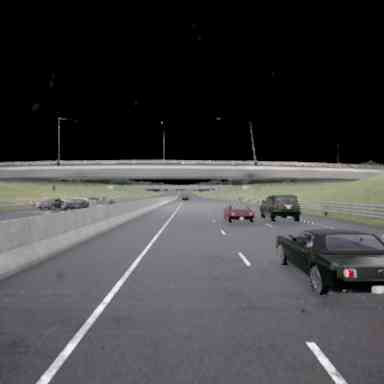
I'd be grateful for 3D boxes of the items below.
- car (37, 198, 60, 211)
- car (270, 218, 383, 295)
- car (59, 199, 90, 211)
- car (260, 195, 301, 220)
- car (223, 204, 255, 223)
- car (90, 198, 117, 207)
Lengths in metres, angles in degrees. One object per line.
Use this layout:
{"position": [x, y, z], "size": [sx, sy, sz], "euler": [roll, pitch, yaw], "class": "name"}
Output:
{"position": [-17.768, 1.568, 41.972], "size": [1.837, 1.490, 4.892], "euler": [0, 0, 0], "class": "car"}
{"position": [3.591, 1.581, 8.585], "size": [1.895, 1.301, 4.718], "euler": [0, 0, 0], "class": "car"}
{"position": [-14.269, 1.610, 41.640], "size": [2.033, 1.411, 5.357], "euler": [0, 0, 0], "class": "car"}
{"position": [7.024, 1.232, 26.921], "size": [2.150, 2.045, 5.566], "euler": [0, 0, 0], "class": "car"}
{"position": [3.529, 1.608, 25.892], "size": [1.895, 1.301, 4.718], "euler": [0, 0, 0], "class": "car"}
{"position": [-10.769, 1.555, 41.835], "size": [2.128, 1.511, 4.902], "euler": [0, 0, 0], "class": "car"}
